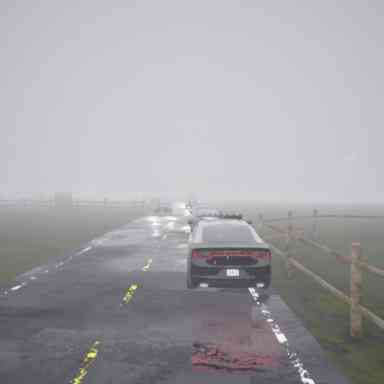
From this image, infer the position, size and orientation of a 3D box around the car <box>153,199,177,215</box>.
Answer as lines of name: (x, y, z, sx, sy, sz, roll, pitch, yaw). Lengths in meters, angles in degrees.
car: (-2.843, 1.597, 33.641, 1.895, 1.301, 4.718, 0, 0, 0)

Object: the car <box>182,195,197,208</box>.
car: (0.039, 1.540, 45.761, 2.033, 1.411, 5.357, 0, 0, 1)

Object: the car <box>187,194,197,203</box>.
car: (0.018, 1.336, 66.929, 2.097, 1.767, 4.553, 0, 0, 0)

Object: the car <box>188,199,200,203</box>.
car: (0.830, 1.523, 25.209, 1.812, 1.442, 4.674, 0, 0, 0)

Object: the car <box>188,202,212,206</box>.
car: (0.829, 1.523, 19.209, 1.812, 1.442, 4.674, 0, 0, 0)

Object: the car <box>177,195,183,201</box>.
car: (-2.728, 1.540, 81.150, 1.994, 1.385, 4.181, 0, 0, 0)

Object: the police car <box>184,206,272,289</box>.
police car: (0.826, 1.424, 9.319, 1.930, 1.638, 5.238, 0, 0, 0)
